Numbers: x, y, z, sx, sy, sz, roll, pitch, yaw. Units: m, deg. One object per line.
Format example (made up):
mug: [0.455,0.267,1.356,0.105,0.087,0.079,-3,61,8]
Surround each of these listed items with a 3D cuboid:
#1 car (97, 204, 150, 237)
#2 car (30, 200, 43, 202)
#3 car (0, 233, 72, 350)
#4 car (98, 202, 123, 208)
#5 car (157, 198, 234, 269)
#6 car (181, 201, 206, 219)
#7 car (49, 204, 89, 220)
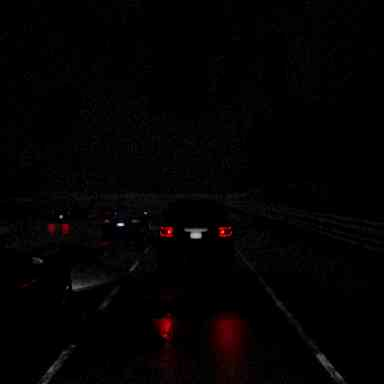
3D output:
car: [-3.490,1.585,18.241,1.994,1.385,4.181,0,0,0]
car: [-24.471,1.883,52.029,1.895,1.301,4.718,0,0,0]
car: [-3.497,1.555,5.275,1.994,1.385,4.181,0,0,0]
car: [-6.883,1.577,29.440,1.882,1.535,5.008,0,0,0]
car: [0.106,1.218,11.268,2.150,2.045,5.566,0,0,0]
car: [0.117,1.601,30.778,2.128,1.511,4.902,0,0,0]
car: [-10.384,1.694,28.628,1.895,1.301,4.718,0,0,0]
